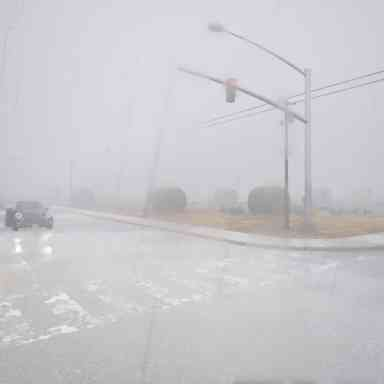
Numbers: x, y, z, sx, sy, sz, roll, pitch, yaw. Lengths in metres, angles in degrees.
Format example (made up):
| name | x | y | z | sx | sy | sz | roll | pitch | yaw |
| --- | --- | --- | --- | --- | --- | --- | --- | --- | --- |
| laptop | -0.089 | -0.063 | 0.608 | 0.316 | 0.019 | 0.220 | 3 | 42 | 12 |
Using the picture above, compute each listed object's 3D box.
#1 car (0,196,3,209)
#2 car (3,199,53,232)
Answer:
| name | x | y | z | sx | sy | sz | roll | pitch | yaw |
| --- | --- | --- | --- | --- | --- | --- | --- | --- | --- |
| car | -24.204 | 1.234 | 40.878 | 2.097 | 1.767 | 4.553 | 0 | 0 | -35 |
| car | -10.014 | 1.316 | 20.398 | 2.097 | 1.767 | 4.553 | 0 | 0 | -35 |
